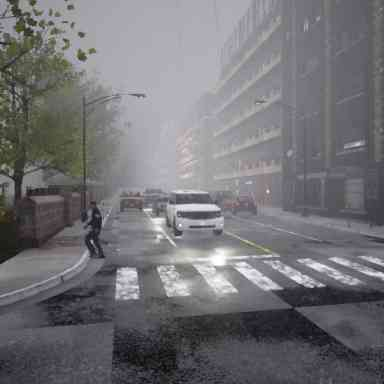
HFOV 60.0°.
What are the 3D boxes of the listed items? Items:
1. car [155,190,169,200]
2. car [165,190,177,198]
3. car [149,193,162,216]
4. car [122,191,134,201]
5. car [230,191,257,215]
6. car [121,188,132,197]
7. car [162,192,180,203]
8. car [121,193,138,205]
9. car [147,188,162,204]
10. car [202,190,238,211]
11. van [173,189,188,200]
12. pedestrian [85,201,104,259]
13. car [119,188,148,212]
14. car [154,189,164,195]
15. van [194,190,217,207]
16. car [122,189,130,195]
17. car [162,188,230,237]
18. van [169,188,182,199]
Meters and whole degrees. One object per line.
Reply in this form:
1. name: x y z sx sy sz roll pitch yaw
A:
1. car: -5.095 0.495 56.241 1.837 1.490 4.892 0 1 -12
2. car: -4.149 0.352 65.001 1.752 1.417 4.829 1 1 -12
3. car: -2.137 1.055 26.714 1.812 1.442 4.674 0 1 -12
4. car: -10.044 0.602 52.154 1.752 1.417 4.829 1 1 -12
5. car: 3.734 0.953 26.981 1.967 1.590 4.097 1 1 -12
6. car: -14.559 -0.002 73.948 2.192 1.841 5.009 1 1 -12
7. car: -3.038 0.765 46.593 1.895 1.301 4.718 0 1 -11
8. car: -7.837 0.834 41.506 1.947 1.339 4.313 1 1 -12
9. car: -4.282 0.563 37.114 2.150 2.045 5.566 0 1 -11
10. car: 2.614 0.730 32.386 2.192 1.841 5.009 1 1 -12
11. van: -1.870 0.366 54.018 1.690 1.788 3.998 1 1 -12
12. pedestrian: -2.984 1.130 10.187 0.375 1.860 0.375 1 0 -12
13. car: -5.590 0.779 30.687 2.192 1.841 5.009 1 1 -12
14. car: -8.600 0.005 86.466 1.947 1.339 4.313 1 1 -12
15. van: 1.493 0.659 37.794 1.690 1.788 3.998 1 1 -12
16. car: -17.926 -0.044 90.174 1.947 1.339 4.313 1 1 -12
17. car: -0.042 0.930 16.766 2.150 2.045 5.566 0 1 -10
18. van: -2.991 0.268 59.425 1.690 1.788 3.998 1 1 -12
